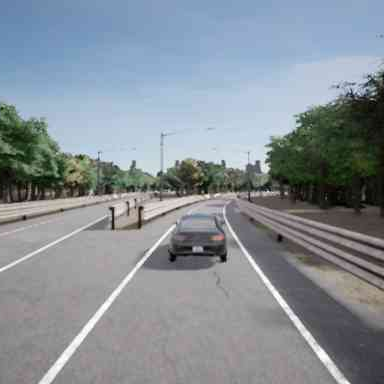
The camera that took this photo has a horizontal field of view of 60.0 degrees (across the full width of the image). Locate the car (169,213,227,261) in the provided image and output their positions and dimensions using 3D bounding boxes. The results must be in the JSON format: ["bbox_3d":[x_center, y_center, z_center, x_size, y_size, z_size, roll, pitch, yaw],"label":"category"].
[{"bbox_3d":[0.245,1.490,11.949,1.812,1.442,4.674,0,0,2],"label":"car"}]
